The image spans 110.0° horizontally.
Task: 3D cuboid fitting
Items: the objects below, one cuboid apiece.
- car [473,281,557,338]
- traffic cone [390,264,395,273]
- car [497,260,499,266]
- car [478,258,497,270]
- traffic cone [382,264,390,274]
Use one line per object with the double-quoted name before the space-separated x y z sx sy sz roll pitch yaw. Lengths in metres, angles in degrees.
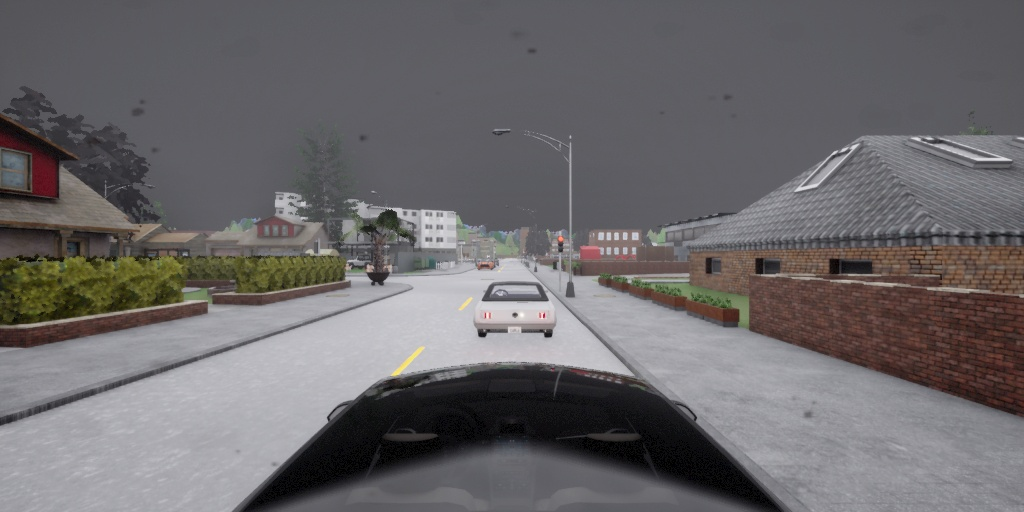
"car" 0.102 1.351 10.173 1.895 1.301 4.718 0 0 1
"traffic cone" -15.133 1.558 44.700 0.344 0.586 0.344 0 0 0
"car" -3.715 1.255 61.662 1.837 1.490 4.892 0 0 1
"car" -3.792 1.102 52.281 2.097 1.767 4.553 0 0 0
"traffic cone" -15.498 1.561 44.133 0.344 0.586 0.344 0 0 0
